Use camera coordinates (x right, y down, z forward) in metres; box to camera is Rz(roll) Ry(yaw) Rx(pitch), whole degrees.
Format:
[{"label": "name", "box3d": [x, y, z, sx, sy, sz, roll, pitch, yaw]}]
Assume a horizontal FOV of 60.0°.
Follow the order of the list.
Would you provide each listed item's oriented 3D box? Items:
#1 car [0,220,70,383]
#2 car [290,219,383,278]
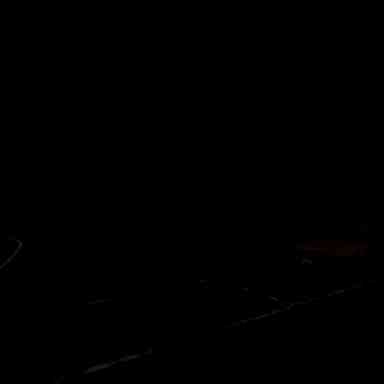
[{"label": "car", "box3d": [-3.980, 1.315, 3.688, 5.009, 1.841, 2.192, 0, 0, -36]}, {"label": "car", "box3d": [5.015, 1.526, 10.138, 4.829, 1.417, 1.752, 0, 1, -34]}]
